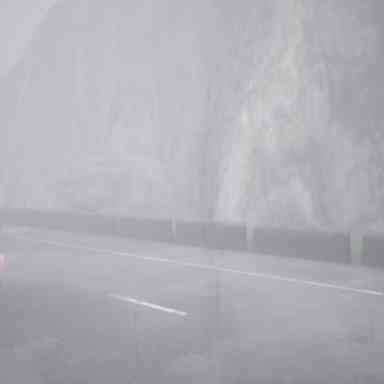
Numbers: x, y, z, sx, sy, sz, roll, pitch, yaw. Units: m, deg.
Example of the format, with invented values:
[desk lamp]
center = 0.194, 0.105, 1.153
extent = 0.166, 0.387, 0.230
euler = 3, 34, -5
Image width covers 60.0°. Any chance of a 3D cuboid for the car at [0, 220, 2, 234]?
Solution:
[car]
center = -10.981, 1.506, 16.111
extent = 4.674, 1.442, 1.812
euler = 0, 0, 35
